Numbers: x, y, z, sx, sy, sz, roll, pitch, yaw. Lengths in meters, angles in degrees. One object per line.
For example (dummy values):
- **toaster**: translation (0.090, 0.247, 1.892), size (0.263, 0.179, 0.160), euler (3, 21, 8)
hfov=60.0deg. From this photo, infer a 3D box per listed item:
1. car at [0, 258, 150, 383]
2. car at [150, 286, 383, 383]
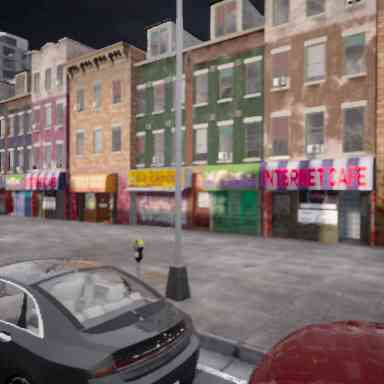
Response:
- **car**: translation (-1.974, 1.534, 4.214), size (4.403, 1.369, 2.008), euler (0, 0, 35)
- **car**: translation (2.485, 1.322, 1.034), size (5.009, 1.841, 2.192), euler (0, 0, 35)
